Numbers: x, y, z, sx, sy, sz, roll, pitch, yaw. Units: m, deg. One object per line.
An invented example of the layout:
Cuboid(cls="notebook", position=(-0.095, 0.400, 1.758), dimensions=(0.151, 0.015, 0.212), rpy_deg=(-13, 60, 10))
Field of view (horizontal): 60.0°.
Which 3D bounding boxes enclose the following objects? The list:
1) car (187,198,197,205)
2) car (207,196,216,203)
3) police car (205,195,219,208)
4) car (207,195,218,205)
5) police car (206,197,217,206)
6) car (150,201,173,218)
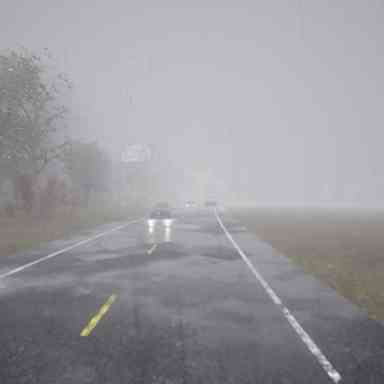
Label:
Cuboid(cls="car", position=(-0.069, 1.952, 72.483), dimensions=(1.882, 1.535, 5.008), rpy_deg=(0, -1, 5))
Cuboid(cls="car", position=(5.386, 1.971, 91.311), dimensions=(2.097, 1.767, 4.553), rpy_deg=(0, -1, 7))
Cuboid(cls="police car", position=(3.178, 1.774, 56.658), dimensions=(1.930, 1.638, 5.238), rpy_deg=(0, 0, 4))
Cuboid(cls="car", position=(4.497, 1.736, 72.472), dimensions=(2.150, 2.045, 5.566), rpy_deg=(0, -1, 5))
Cuboid(cls="police car", position=(3.969, 1.870, 66.593), dimensions=(1.930, 1.638, 5.238), rpy_deg=(0, -1, 5))
Cuboid(cls="car", position=(-2.869, 1.693, 32.084), dimensions=(1.837, 1.490, 4.892), rpy_deg=(0, 0, 2))
